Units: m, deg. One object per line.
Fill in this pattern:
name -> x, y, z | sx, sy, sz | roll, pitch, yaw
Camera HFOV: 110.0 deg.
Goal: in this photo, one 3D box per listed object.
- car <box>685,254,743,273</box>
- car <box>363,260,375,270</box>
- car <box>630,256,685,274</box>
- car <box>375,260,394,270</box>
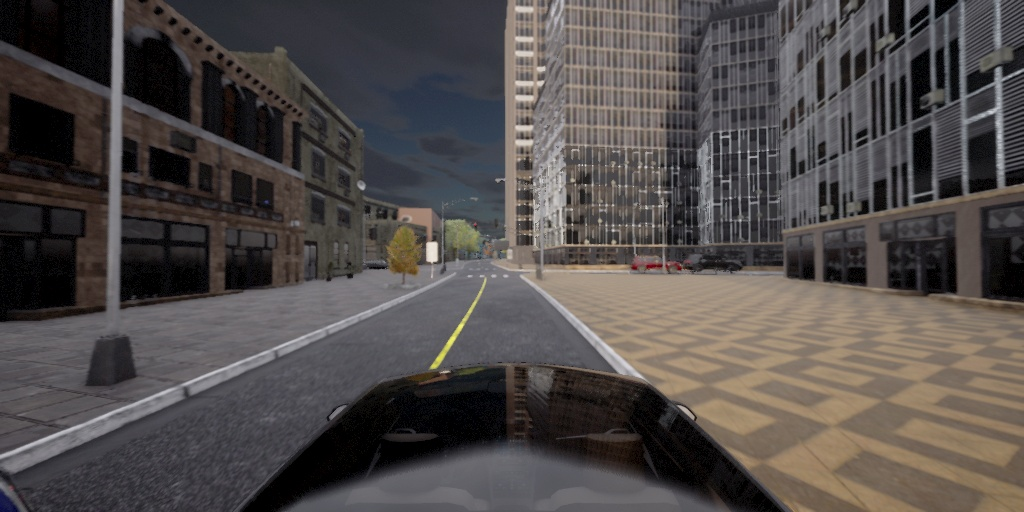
car -> 21.562, 0.831, 38.656 | 5.566, 2.045, 2.150 | 0, -1, 17
car -> -21.486, 1.328, 48.891 | 4.313, 1.339, 1.948 | 0, 0, 17
car -> 15.086, 0.917, 37.771 | 5.009, 1.841, 2.192 | 0, 0, 17
car -> -18.422, 1.305, 50.661 | 5.008, 1.535, 1.882 | 1, -1, 17
